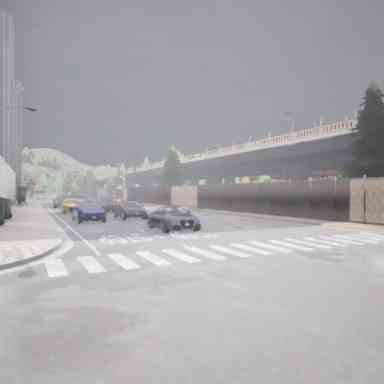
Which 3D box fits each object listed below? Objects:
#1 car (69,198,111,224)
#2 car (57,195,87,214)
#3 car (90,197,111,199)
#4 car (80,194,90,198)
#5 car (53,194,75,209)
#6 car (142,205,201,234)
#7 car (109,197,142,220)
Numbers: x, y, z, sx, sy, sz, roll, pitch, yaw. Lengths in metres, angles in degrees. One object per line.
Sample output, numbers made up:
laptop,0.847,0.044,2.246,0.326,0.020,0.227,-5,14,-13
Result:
car,-7.625,1.430,24.485,1.882,1.535,5.008,0,0,-26
car,-12.462,1.428,34.403,1.882,1.535,5.008,0,0,-26
car,-9.191,1.309,35.682,2.097,1.767,4.553,0,0,-26
car,-13.563,1.447,44.684,2.128,1.511,4.902,0,0,-26
car,-17.552,1.301,44.878,2.097,1.767,4.553,0,0,-26
car,-1.111,1.524,19.113,1.994,1.385,4.181,0,0,-26
car,-5.208,1.464,27.511,1.837,1.490,4.892,0,0,-26
